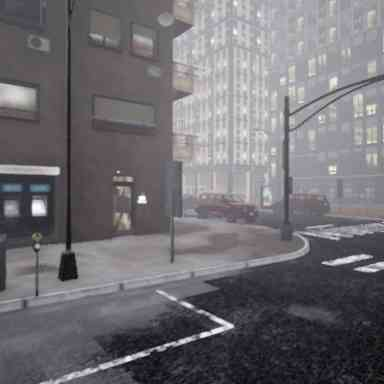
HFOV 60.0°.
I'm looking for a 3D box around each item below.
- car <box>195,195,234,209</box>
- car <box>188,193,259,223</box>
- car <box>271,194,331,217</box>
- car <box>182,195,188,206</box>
[{"bbox_3d":[2.460,1.082,36.689,1.947,1.339,4.313,1,0,-36],"label":"car"},{"bbox_3d":[2.244,1.016,22.738,2.192,1.841,5.009,2,0,-36],"label":"car"},{"bbox_3d":[8.987,1.039,27.713,2.192,1.841,5.009,1,0,-36],"label":"car"},{"bbox_3d":[-0.801,0.978,41.177,1.947,1.339,4.313,1,0,-36],"label":"car"}]
